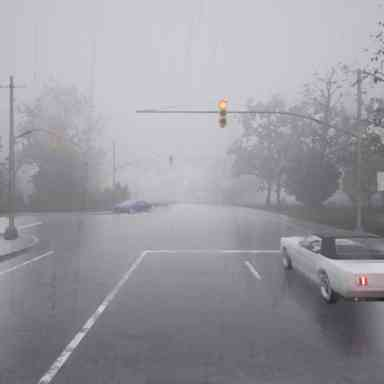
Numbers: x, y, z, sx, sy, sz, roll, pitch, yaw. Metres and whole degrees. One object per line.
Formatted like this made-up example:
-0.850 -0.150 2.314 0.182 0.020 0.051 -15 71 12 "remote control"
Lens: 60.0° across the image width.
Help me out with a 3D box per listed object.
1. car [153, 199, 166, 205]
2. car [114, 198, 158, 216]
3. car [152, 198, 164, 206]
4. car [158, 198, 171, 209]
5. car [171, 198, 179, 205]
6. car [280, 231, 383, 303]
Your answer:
-8.196 2.457 83.078 1.895 1.301 4.718 0 -1 -25 "car"
-5.816 1.486 33.612 1.882 1.535 5.008 1 0 26 "car"
-6.785 1.988 66.844 1.882 1.535 5.008 0 -1 -12 "car"
-4.361 1.613 48.328 1.882 1.535 5.008 0 -1 -5 "car"
-4.942 2.244 73.752 1.895 1.301 4.718 0 -1 -19 "car"
3.602 1.600 8.129 1.895 1.301 4.718 0 0 0 "car"
